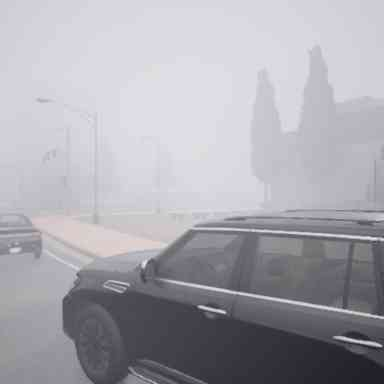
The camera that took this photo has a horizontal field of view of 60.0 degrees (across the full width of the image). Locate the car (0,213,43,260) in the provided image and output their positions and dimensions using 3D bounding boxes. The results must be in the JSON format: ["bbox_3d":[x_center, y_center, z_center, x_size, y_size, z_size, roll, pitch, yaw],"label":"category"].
[{"bbox_3d":[-6.663,1.492,11.715,2.128,1.511,4.902,0,0,-37],"label":"car"}]

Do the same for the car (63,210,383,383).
[{"bbox_3d":[0.895,1.220,3.612,5.566,2.045,2.150,0,0,38],"label":"car"}]
